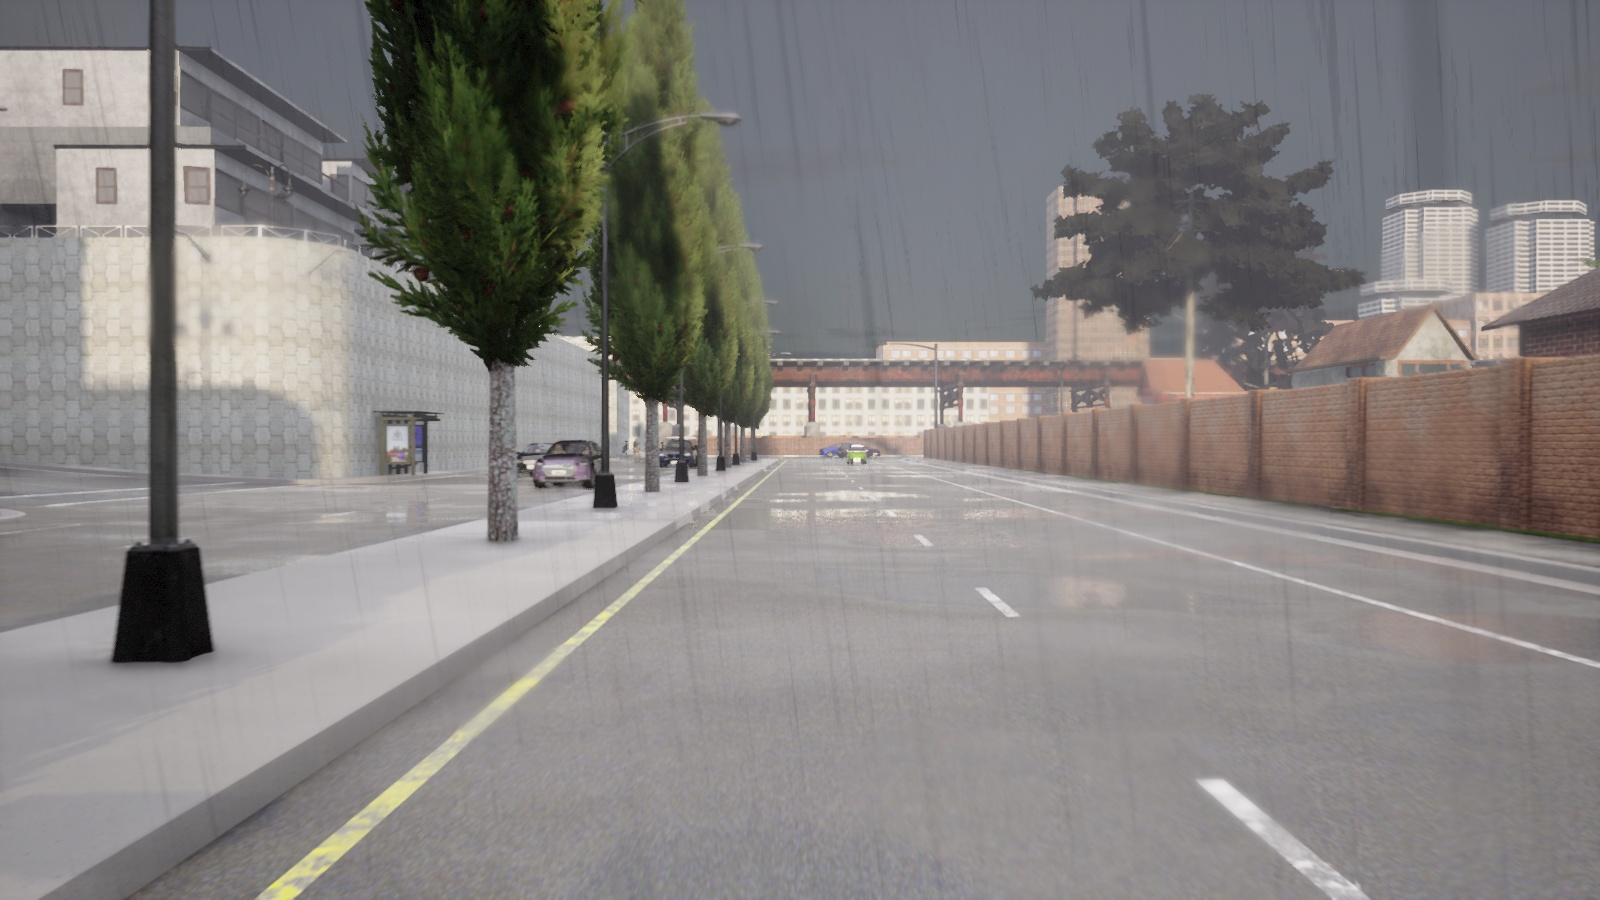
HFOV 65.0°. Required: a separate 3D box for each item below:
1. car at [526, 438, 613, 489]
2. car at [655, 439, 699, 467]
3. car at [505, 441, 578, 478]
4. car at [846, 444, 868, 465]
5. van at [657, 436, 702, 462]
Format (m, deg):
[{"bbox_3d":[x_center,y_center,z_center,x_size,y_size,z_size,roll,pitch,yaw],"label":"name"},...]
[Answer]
[{"bbox_3d":[-7.751,0.427,42.689,2.033,1.649,4.856,0,0,0],"label":"car"},{"bbox_3d":[-7.547,0.147,77.539,2.242,1.667,4.611,0,0,0],"label":"car"},{"bbox_3d":[-11.186,0.385,54.642,2.128,1.511,4.902,0,0,0],"label":"car"},{"bbox_3d":[3.947,0.313,87.029,1.481,1.376,2.207,0,1,1],"label":"car"},{"bbox_3d":[-9.380,-0.089,97.793,2.069,2.038,4.480,0,0,14],"label":"van"}]
